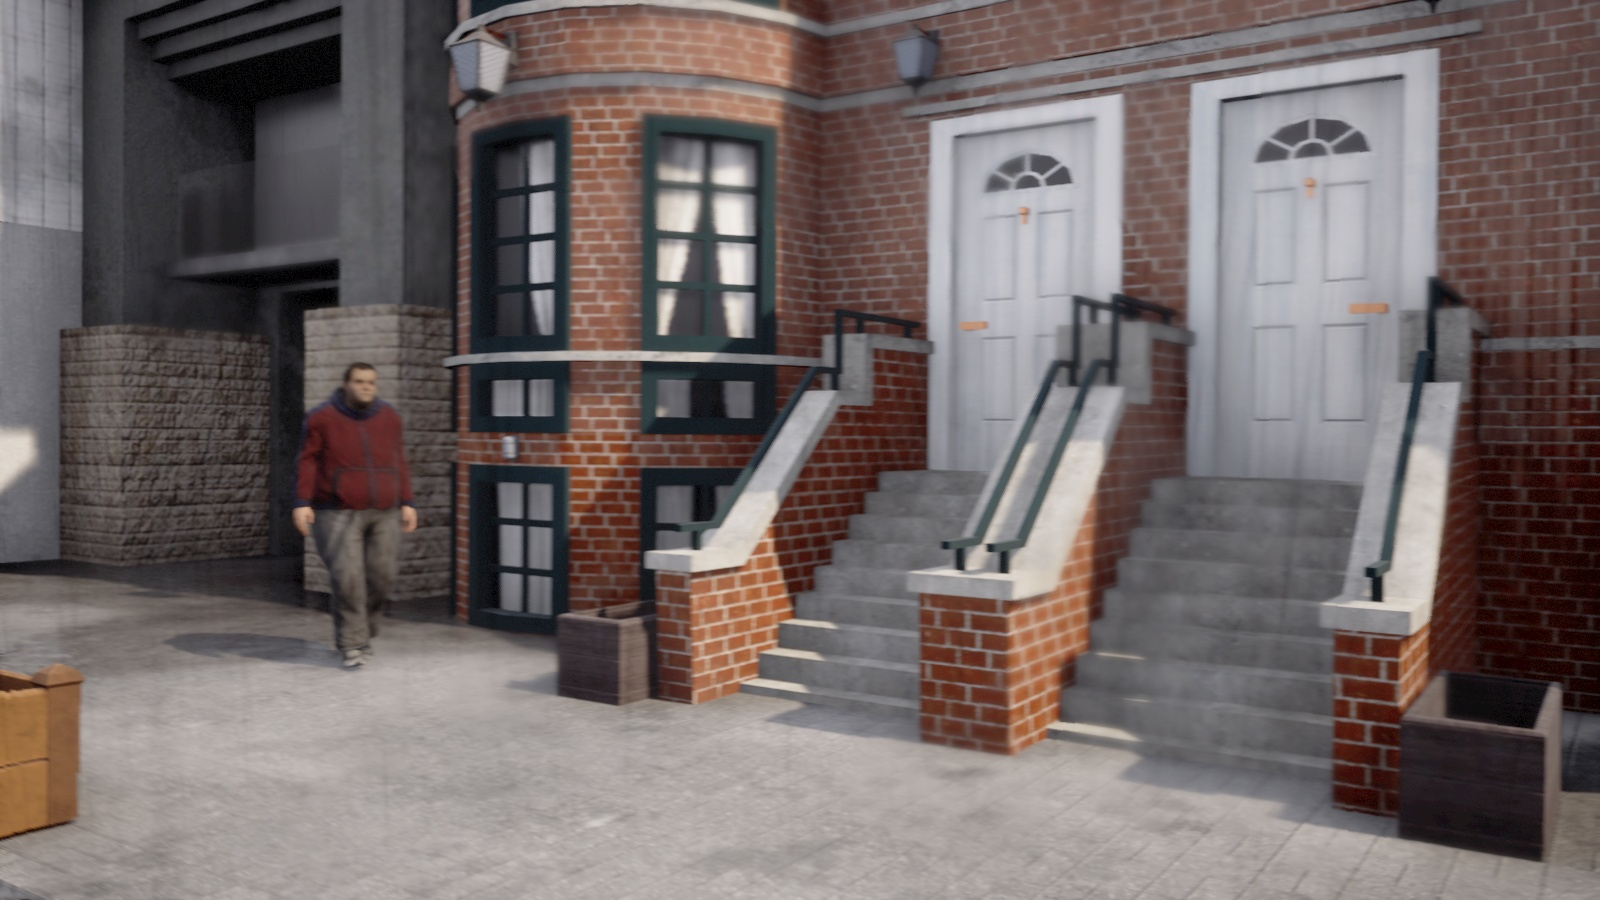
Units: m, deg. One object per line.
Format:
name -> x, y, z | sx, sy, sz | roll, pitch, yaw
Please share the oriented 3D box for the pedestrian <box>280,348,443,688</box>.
pedestrian -> -2.578, 0.364, 7.350 | 0.634, 1.844, 0.899 | -1, 1, -37
